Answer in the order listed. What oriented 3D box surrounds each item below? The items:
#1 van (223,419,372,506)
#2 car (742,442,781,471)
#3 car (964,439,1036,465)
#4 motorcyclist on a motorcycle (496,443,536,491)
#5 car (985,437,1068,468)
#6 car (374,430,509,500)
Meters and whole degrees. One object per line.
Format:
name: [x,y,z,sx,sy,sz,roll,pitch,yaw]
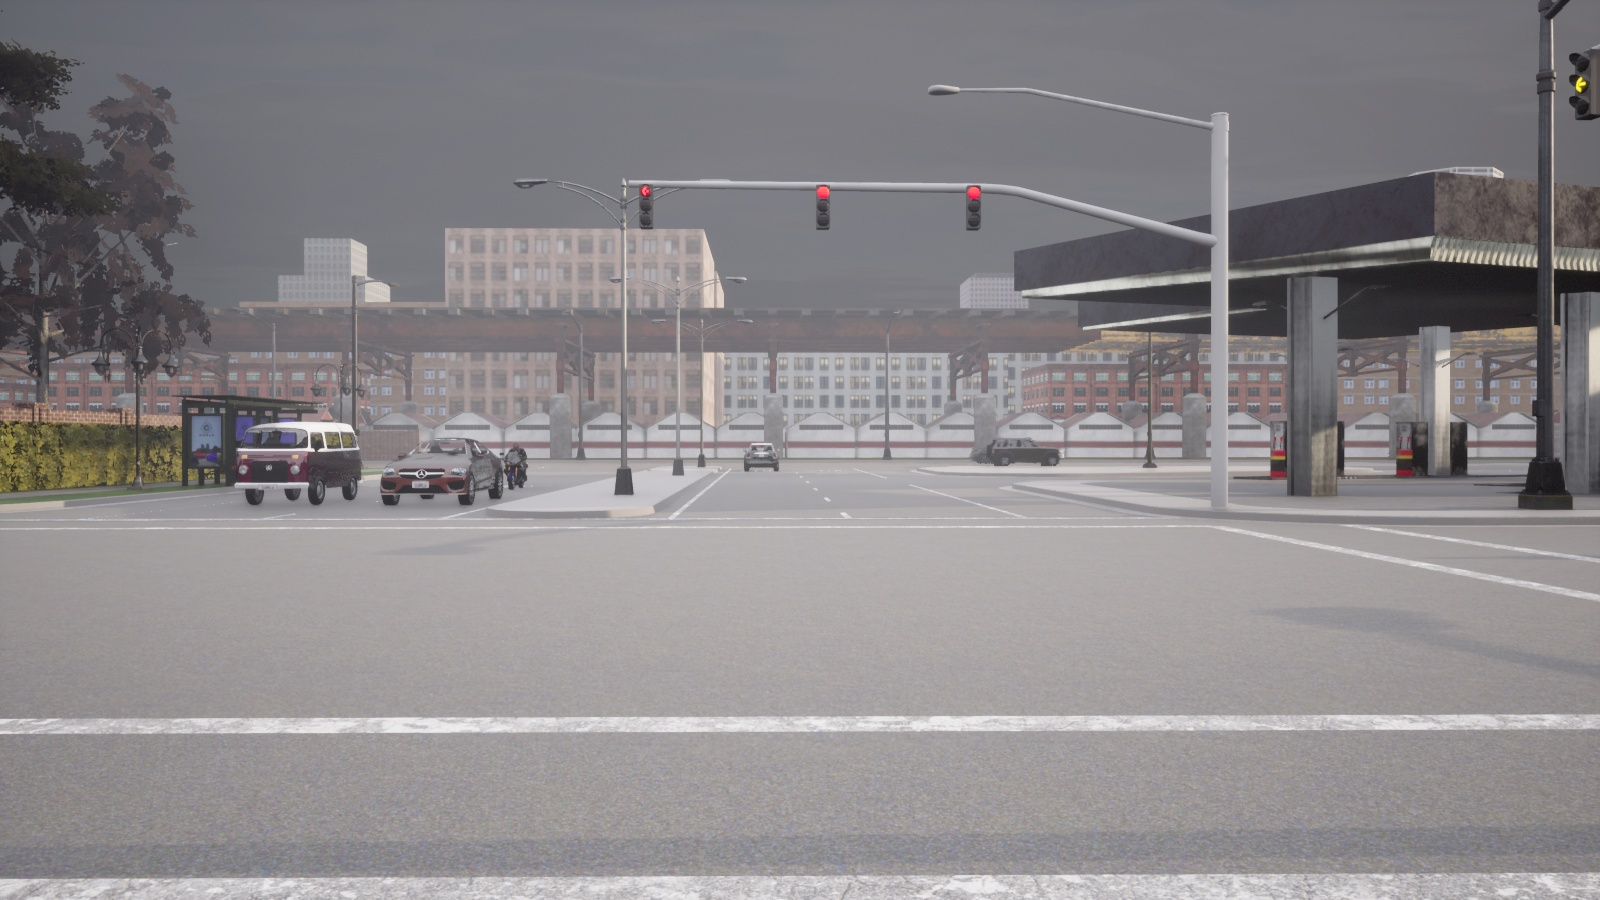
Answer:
van: [-12.501,0.282,31.579,2.069,2.038,4.480,0,0,-2]
car: [-2.052,0.333,66.867,1.970,1.475,3.806,0,0,-2]
car: [13.670,0.130,86.092,4.553,1.767,2.097,0,0,-1]
motorcyclist on a motorcycle: [-9.259,0.543,41.008,0.866,1.530,2.191,0,0,-2]
car: [13.621,0.147,75.619,4.605,1.855,1.932,0,0,-1]
car: [-9.015,0.337,32.078,2.152,1.651,5.027,0,0,-2]
